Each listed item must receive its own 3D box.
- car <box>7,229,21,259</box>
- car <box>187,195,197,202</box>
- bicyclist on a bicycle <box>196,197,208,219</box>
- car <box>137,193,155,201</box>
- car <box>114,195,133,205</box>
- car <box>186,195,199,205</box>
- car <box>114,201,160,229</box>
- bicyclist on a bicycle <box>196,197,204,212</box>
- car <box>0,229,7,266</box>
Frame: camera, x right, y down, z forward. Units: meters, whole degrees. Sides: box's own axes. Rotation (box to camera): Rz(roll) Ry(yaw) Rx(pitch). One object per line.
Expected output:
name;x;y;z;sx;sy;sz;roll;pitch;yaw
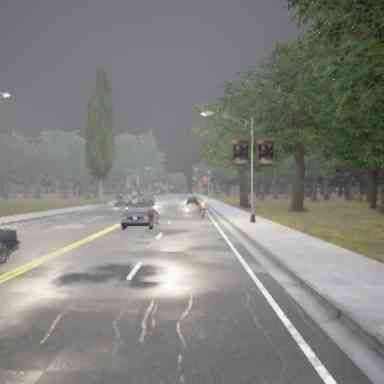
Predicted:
car;-6.603;1.527;8.708;2.033;1.411;5.357;0;0;0
car;-0.019;1.354;74.349;2.128;1.511;4.902;0;0;0
bicyclist on a bicycle;0.906;1.373;27.198;0.866;1.612;1.509;0;0;0
car;-6.591;1.110;48.212;2.150;2.045;5.566;0;0;0
car;-9.837;1.241;48.097;2.097;1.767;4.553;0;0;0
car;0.071;1.377;55.527;1.837;1.490;4.892;0;1;0
car;-3.155;1.499;20.916;2.033;1.411;5.357;0;0;0
bicyclist on a bicycle;0.903;1.351;36.645;0.866;1.612;1.509;0;0;0
car;-3.148;1.219;0.894;2.150;2.045;5.566;0;0;0
